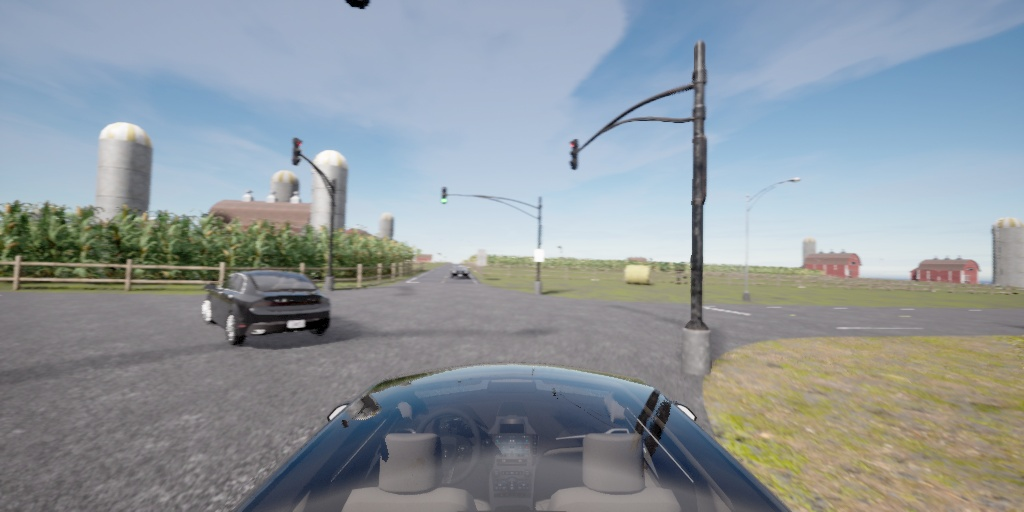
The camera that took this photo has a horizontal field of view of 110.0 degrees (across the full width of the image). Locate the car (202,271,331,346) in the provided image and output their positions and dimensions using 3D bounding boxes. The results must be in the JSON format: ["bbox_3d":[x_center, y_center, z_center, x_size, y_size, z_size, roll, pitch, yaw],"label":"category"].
[{"bbox_3d":[-6.255,1.112,9.061,4.892,1.490,1.837,2,-2,42],"label":"car"}]

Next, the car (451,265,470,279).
[{"bbox_3d":[-5.394,1.627,37.314,1.895,1.301,4.718,2,-1,-8],"label":"car"}]
